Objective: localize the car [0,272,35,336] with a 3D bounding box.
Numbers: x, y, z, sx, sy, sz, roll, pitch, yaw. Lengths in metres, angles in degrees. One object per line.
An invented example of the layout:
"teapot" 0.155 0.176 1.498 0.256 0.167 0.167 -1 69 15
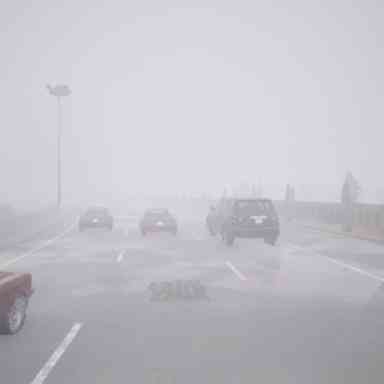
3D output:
"car" -3.616 1.625 3.752 1.895 1.301 4.718 0 0 -3

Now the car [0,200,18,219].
"car" -14.331 1.610 24.703 2.128 1.511 4.902 0 0 -17

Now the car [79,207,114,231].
"car" -6.072 1.639 21.377 1.994 1.385 4.181 0 0 -12

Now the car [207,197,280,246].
"car" 2.189 1.247 15.583 2.150 2.045 5.566 0 0 -9

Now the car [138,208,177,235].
"car" -2.057 1.616 19.319 1.994 1.385 4.181 0 0 -11
